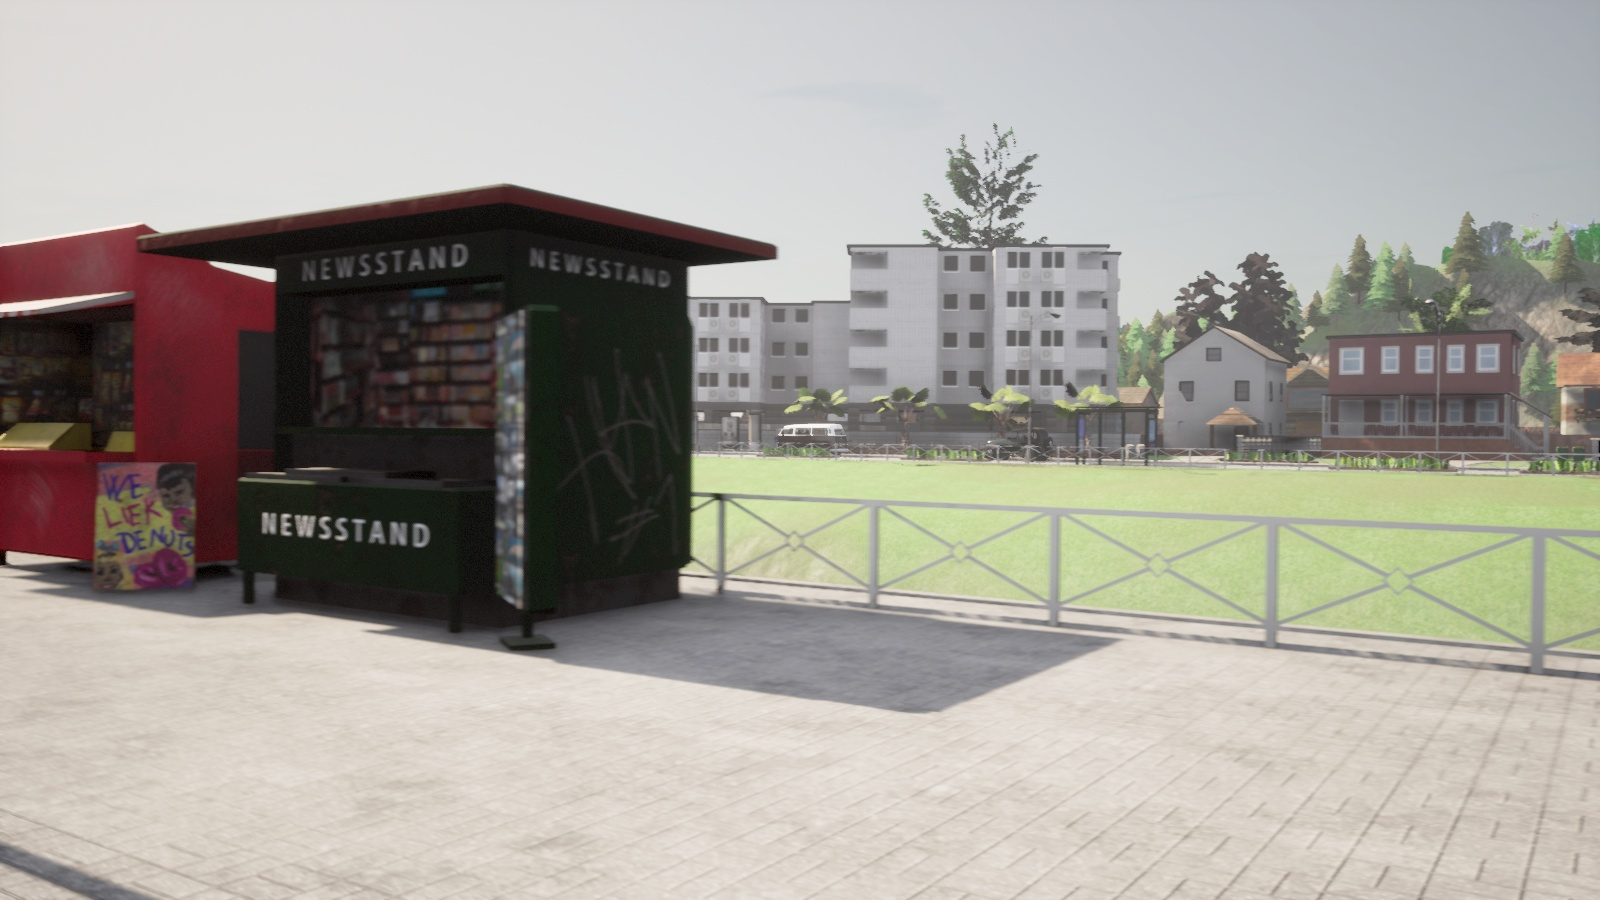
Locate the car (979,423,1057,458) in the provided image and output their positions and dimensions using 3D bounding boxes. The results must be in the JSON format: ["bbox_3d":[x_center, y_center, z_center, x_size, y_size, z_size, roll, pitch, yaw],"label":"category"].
[{"bbox_3d":[12.172,-0.541,70.207,3.866,1.878,1.905,0,1,34],"label":"car"}]

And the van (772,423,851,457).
[{"bbox_3d":[0.711,-0.614,77.823,4.480,2.038,2.069,0,1,34],"label":"van"}]
